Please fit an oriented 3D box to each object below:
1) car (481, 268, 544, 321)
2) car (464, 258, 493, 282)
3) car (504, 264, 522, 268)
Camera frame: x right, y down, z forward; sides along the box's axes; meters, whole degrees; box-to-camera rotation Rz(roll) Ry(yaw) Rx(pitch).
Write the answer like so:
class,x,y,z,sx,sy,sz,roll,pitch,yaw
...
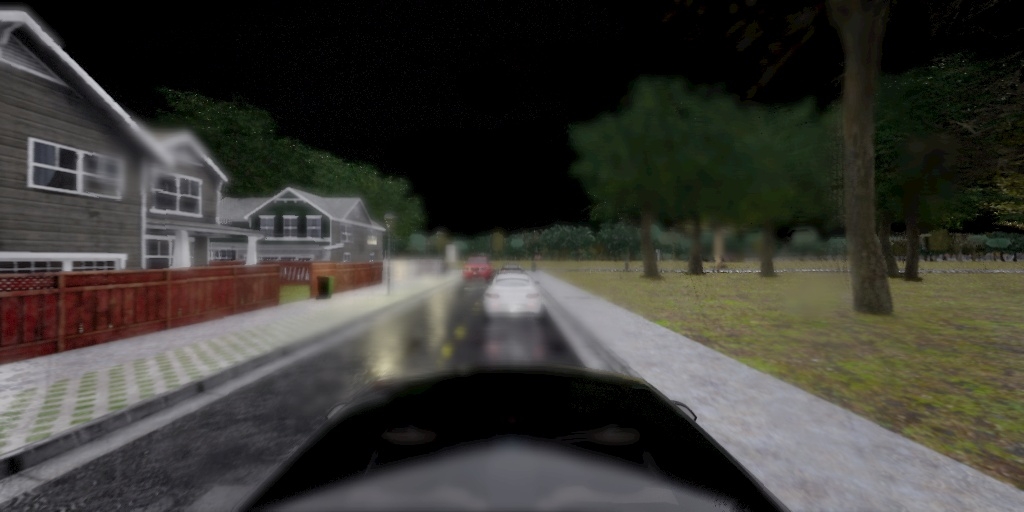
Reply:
class,x,y,z,sx,sy,sz,roll,pitch,yaw
car,0.086,1.339,12.662,1.812,1.442,4.674,0,0,0
car,-2.846,1.149,31.777,2.150,2.045,5.566,0,0,0
car,0.089,1.403,29.111,2.128,1.511,4.902,0,0,0
